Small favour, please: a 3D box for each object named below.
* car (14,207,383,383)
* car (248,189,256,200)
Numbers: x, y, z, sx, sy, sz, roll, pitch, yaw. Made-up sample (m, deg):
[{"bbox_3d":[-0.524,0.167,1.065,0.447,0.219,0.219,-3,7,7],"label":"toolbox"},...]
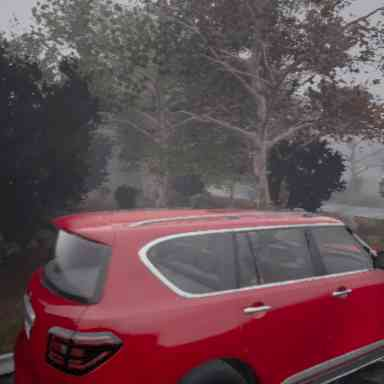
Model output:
[{"bbox_3d":[0.896,1.227,4.226,5.566,2.045,2.435,0,0,-32],"label":"car"},{"bbox_3d":[8.141,0.296,37.386,1.837,1.490,4.892,2,3,-23],"label":"car"}]
